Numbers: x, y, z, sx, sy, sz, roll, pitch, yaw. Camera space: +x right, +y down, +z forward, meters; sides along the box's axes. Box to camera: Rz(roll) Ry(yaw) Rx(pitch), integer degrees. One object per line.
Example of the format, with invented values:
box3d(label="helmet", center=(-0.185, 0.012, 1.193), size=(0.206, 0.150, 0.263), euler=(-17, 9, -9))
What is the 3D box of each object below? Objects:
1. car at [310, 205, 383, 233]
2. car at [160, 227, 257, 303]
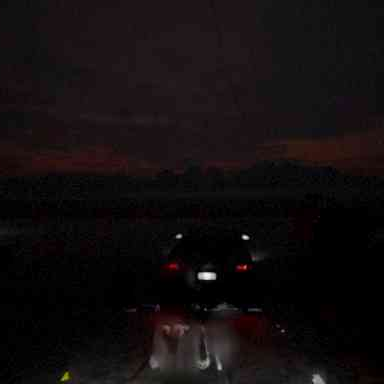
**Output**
box3d(label="car", center=(9.516, 1.530, 19.617), size=(4.892, 1.490, 1.837), euler=(0, 2, 0))
box3d(label="car", center=(0.485, 1.563, 8.296), size=(1.994, 1.385, 4.181), euler=(0, 0, 6))
